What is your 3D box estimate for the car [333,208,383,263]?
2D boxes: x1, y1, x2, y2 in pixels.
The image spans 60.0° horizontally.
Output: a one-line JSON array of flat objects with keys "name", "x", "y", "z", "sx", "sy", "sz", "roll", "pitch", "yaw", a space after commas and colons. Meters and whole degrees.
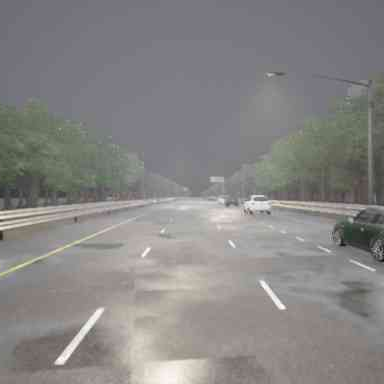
[{"name": "car", "x": 7.011, "y": 1.377, "z": 12.275, "sx": 2.097, "sy": 1.767, "sz": 4.553, "roll": 0, "pitch": 0, "yaw": 0}]

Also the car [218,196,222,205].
[{"name": "car", "x": 7.349, "y": 1.961, "z": 78.185, "sx": 2.150, "sy": 2.045, "sz": 5.566, "roll": 0, "pitch": -1, "yaw": 1}]

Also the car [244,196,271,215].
[{"name": "car", "x": 7.079, "y": 1.414, "z": 36.395, "sx": 2.150, "sy": 2.045, "sz": 5.566, "roll": 0, "pitch": -1, "yaw": 0}]

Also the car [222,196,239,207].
[{"name": "car", "x": 7.214, "y": 1.724, "z": 61.049, "sx": 2.150, "sy": 2.045, "sz": 5.566, "roll": 0, "pitch": -1, "yaw": 0}]
